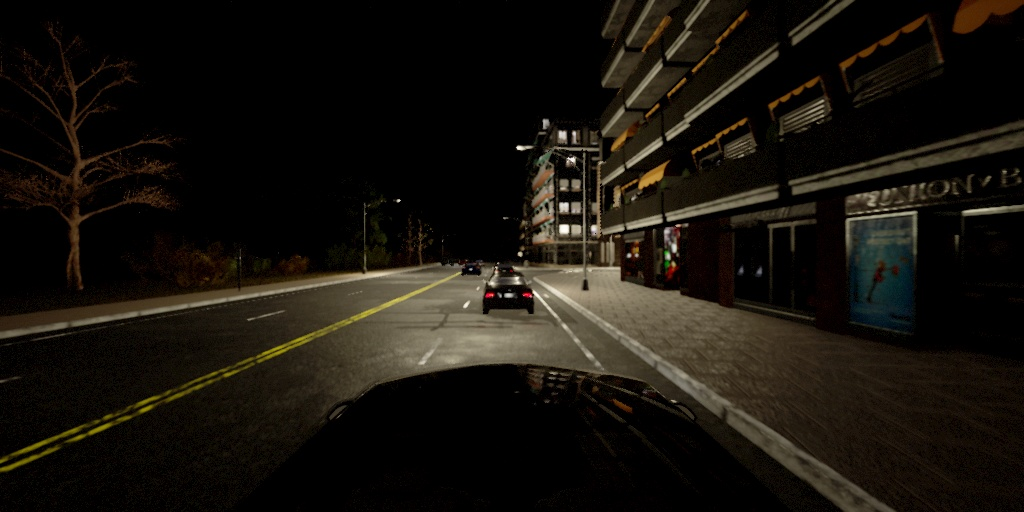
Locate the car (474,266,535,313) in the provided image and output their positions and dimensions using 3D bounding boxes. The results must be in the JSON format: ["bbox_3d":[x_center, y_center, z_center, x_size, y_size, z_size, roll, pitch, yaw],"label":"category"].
[{"bbox_3d":[-0.155,1.297,13.889,2.033,1.411,5.357,0,0,-1],"label":"car"}]

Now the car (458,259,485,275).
[{"bbox_3d":[-4.275,1.328,38.356,1.994,1.385,4.181,0,0,-3],"label":"car"}]

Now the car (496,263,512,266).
[{"bbox_3d":[-0.759,1.303,32.396,2.033,1.411,5.357,0,0,-2],"label":"car"}]
